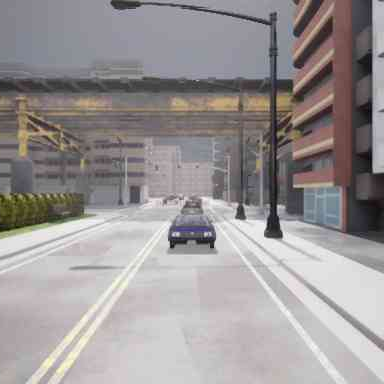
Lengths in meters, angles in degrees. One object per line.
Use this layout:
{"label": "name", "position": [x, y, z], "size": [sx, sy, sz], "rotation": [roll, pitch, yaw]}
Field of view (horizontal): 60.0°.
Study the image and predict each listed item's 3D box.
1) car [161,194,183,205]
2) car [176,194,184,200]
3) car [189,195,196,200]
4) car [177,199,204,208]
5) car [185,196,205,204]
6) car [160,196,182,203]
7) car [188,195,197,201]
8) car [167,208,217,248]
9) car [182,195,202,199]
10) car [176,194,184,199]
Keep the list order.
{"label": "car", "position": [-3.646, 1.451, 57.549], "size": [2.038, 1.542, 4.974], "rotation": [0, 0, 25]}
{"label": "car", "position": [-3.287, 1.451, 92.360], "size": [2.038, 1.542, 4.974], "rotation": [0, 0, 0]}
{"label": "car", "position": [0.144, 1.294, 83.890], "size": [1.853, 1.218, 4.536], "rotation": [0, 0, 0]}
{"label": "car", "position": [0.000, 1.571, 29.650], "size": [1.994, 1.385, 4.181], "rotation": [0, 0, 0]}
{"label": "car", "position": [0.496, 1.293, 57.290], "size": [1.853, 1.218, 4.536], "rotation": [0, 0, -20]}
{"label": "car", "position": [-3.625, 1.293, 57.596], "size": [1.853, 1.218, 4.536], "rotation": [0, 0, 25]}
{"label": "car", "position": [0.144, 1.451, 83.838], "size": [2.038, 1.542, 4.974], "rotation": [0, 0, 0]}
{"label": "car", "position": [0.000, 1.615, 14.680], "size": [1.895, 1.301, 4.718], "rotation": [0, 0, 0]}
{"label": "car", "position": [0.514, 1.451, 57.241], "size": [2.038, 1.542, 4.974], "rotation": [0, 0, -20]}
{"label": "car", "position": [-3.288, 1.294, 92.412], "size": [1.853, 1.218, 4.536], "rotation": [0, 0, 0]}
